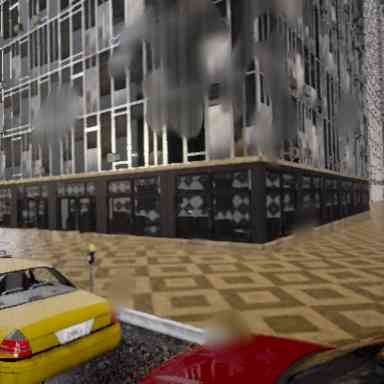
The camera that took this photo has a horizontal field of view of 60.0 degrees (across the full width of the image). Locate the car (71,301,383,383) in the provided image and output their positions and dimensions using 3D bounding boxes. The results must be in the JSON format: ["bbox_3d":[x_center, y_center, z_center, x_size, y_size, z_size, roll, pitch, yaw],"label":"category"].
[{"bbox_3d":[1.565,1.541,1.736,4.507,1.381,1.887,-1,-2,36],"label":"car"}]

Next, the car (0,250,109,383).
[{"bbox_3d":[-3.213,1.584,5.144,4.829,1.417,1.752,-1,-2,36],"label":"car"}]
